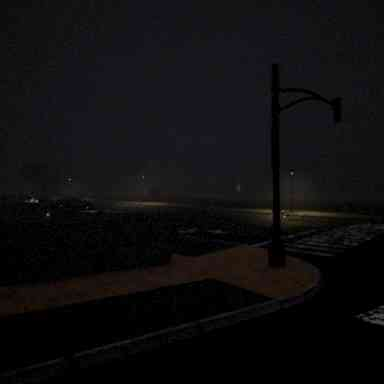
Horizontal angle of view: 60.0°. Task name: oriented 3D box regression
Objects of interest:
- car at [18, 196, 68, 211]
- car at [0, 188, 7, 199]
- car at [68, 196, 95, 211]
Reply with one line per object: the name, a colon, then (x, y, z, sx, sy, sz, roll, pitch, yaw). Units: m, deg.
car: (-14.389, 1.176, 31.951, 5.357, 1.411, 2.033, 1, 2, 43)
car: (-25.817, 0.261, 42.892, 5.566, 2.045, 2.150, 1, 2, 44)
car: (-12.166, 1.132, 34.322, 5.357, 1.411, 2.033, 1, 2, 43)
